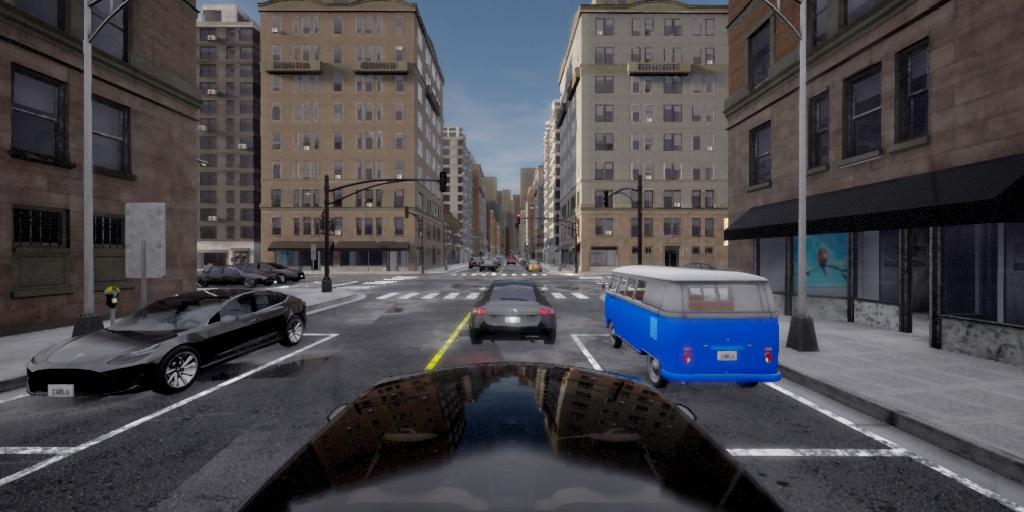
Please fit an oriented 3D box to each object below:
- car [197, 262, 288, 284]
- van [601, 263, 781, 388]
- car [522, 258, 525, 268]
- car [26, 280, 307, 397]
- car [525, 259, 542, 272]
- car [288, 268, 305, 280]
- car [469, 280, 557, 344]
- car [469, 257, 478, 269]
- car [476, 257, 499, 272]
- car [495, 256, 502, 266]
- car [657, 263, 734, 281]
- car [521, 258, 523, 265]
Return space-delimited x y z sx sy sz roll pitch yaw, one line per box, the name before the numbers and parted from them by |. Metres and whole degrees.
car | -17.890 1.282 23.065 5.357 1.411 2.033 0 0 0
van | 2.884 1.090 6.628 1.690 1.789 3.998 0 0 0
car | 2.890 1.178 51.344 1.967 1.591 4.097 0 0 0
car | -5.641 1.315 6.674 1.948 1.339 4.313 0 0 0
car | 2.929 1.266 45.988 1.751 1.417 4.829 0 0 0
car | -17.860 1.230 26.316 4.892 1.490 1.837 0 0 0
car | 0.046 1.314 9.553 1.994 1.385 4.181 0 0 1
car | -5.676 1.050 56.809 2.192 1.841 5.009 0 0 0
car | -3.022 1.219 45.661 1.882 1.535 5.008 0 0 1
car | -3.091 1.227 56.039 2.128 1.511 4.902 0 0 0
car | 15.233 1.289 29.941 5.357 1.411 2.033 0 0 0
car | 2.849 1.285 56.870 2.007 1.370 4.403 0 0 0
